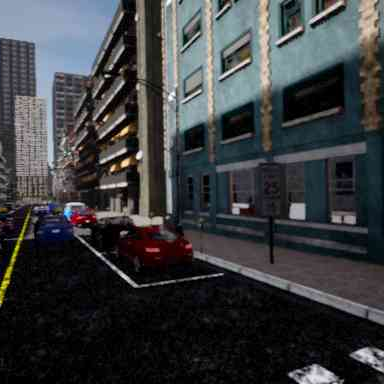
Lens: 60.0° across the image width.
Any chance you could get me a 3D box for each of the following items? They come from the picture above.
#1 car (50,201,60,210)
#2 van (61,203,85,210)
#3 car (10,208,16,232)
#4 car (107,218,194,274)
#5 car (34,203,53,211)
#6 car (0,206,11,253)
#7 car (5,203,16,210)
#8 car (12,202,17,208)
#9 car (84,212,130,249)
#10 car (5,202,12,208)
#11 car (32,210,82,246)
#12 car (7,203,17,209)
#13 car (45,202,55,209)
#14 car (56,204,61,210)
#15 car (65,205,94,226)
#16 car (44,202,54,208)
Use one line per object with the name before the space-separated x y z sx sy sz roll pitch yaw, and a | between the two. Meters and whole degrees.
car | -20.403 2.544 51.049 1.752 1.417 4.829 -2 0 -25
van | -10.854 1.916 30.947 1.690 1.788 3.998 -2 0 -25
car | -13.936 2.151 23.985 1.994 1.385 4.181 -1 -1 -26
car | -1.363 1.721 10.995 1.802 1.307 4.206 -2 0 -25
car | -19.261 2.507 42.636 1.895 1.301 4.718 -1 -1 -25
car | -9.661 1.742 14.977 2.097 1.767 4.553 -1 -1 -25
car | -42.125 3.390 77.233 1.887 1.381 4.507 -2 0 -25
car | -39.754 3.299 72.245 1.947 1.339 4.313 -2 0 -25
car | -3.734 1.814 15.983 1.947 1.339 4.313 -2 0 -25
car | -32.571 2.920 57.129 1.752 1.417 4.829 -2 0 -25
car | -7.339 1.903 17.548 2.033 1.411 5.357 -1 -1 -25
car | -44.497 3.503 82.221 1.887 1.381 4.507 -2 0 -25
car | -34.553 3.236 80.821 2.008 1.369 4.403 -2 0 -25
car | -13.217 2.251 35.934 1.947 1.339 4.313 -2 0 -25
car | -8.476 2.010 25.958 1.887 1.381 4.507 -2 0 -25
car | -36.924 3.349 85.808 2.008 1.369 4.403 -2 0 -25
